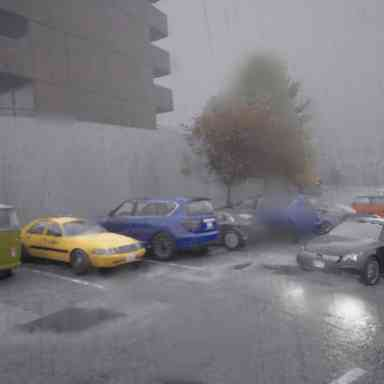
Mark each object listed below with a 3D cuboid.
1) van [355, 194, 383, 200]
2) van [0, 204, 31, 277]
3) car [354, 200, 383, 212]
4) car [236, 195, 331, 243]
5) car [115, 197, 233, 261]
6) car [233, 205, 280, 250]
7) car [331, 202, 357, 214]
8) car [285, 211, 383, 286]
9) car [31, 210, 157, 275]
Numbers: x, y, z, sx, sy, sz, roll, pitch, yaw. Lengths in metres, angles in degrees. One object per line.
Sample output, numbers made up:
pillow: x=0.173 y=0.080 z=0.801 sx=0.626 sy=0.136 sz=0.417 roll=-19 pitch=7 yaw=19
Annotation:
van: x=13.153 y=1.144 z=22.787 sx=4.442 sy=1.987 sz=1.878 roll=-1 pitch=0 yaw=36
van: x=-6.563 y=1.278 z=9.023 sx=4.442 sy=1.987 sz=1.878 roll=-1 pitch=0 yaw=35
car: x=8.285 y=1.403 z=19.337 sx=4.892 sy=1.521 sz=2.231 roll=-1 pitch=-1 yaw=36
car: x=3.308 y=1.184 z=15.920 sx=5.566 sy=2.045 sz=2.435 roll=-1 pitch=0 yaw=35
car: x=-1.613 y=1.217 z=12.455 sx=5.566 sy=2.045 sz=2.435 roll=-1 pitch=0 yaw=35
car: x=0.867 y=1.452 z=14.172 sx=4.892 sy=1.521 sz=2.231 roll=-1 pitch=0 yaw=35
car: x=5.789 y=1.448 z=17.636 sx=4.792 sy=1.488 sz=2.163 roll=-1 pitch=0 yaw=35
car: x=4.966 y=1.472 z=9.386 sx=4.674 sy=1.442 sz=1.812 roll=0 pitch=0 yaw=-35
car: x=-3.870 y=1.479 z=10.595 sx=5.366 sy=1.575 sz=1.946 roll=-1 pitch=-1 yaw=35
